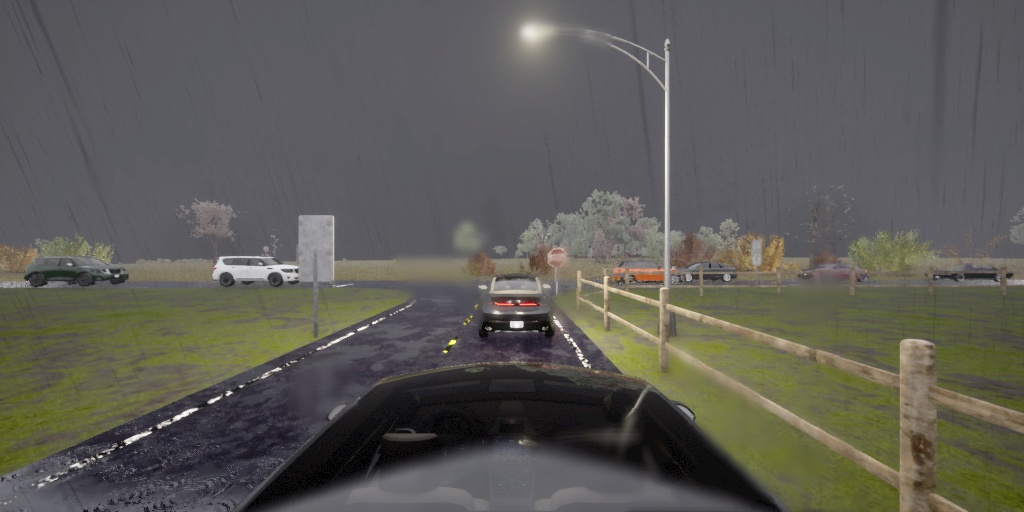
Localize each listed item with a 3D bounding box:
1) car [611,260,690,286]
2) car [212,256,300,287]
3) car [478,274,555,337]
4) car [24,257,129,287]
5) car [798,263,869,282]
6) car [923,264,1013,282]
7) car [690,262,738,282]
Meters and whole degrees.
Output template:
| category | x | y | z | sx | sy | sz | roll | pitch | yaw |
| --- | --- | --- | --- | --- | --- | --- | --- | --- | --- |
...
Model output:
| category | x | y | z | sx | sy | sz | roll | pitch | yaw |
| --- | --- | --- | --- | --- | --- | --- | --- | --- | --- |
| car | 9.271 | 1.076 | 24.594 | 4.553 | 1.767 | 2.097 | 0 | 0 | 0 |
| car | -17.434 | 1.016 | 24.818 | 5.566 | 2.045 | 2.150 | 0 | 0 | 0 |
| car | 0.106 | 1.255 | 10.280 | 1.837 | 1.490 | 4.892 | 0 | 0 | 0 |
| car | -30.194 | 1.055 | 24.944 | 5.566 | 2.045 | 2.150 | 0 | 0 | 1 |
| car | 24.514 | 1.253 | 27.412 | 4.181 | 1.385 | 1.994 | 0 | 0 | 1 |
| car | 34.590 | 1.276 | 27.321 | 4.718 | 1.301 | 1.895 | 0 | 0 | 0 |
| car | 14.570 | 1.214 | 27.501 | 4.892 | 1.490 | 1.837 | 0 | 0 | 0 |
